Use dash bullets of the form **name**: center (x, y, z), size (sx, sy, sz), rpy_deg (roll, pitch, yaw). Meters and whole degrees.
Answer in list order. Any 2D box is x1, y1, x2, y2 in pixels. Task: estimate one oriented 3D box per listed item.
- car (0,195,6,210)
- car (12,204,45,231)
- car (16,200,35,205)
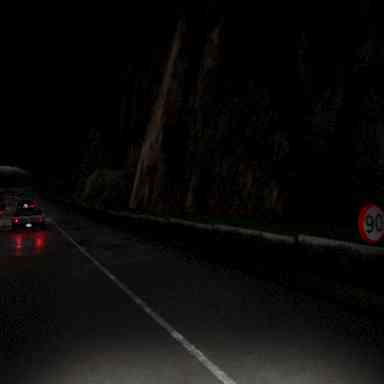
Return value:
- **car**: center (-25.929, 1.361, 43.896), size (2.150, 2.045, 5.566), rpy_deg (-2, 1, -27)
- **car**: center (-10.876, 1.730, 22.119), size (1.895, 1.301, 4.718), rpy_deg (-2, 1, -27)
- **car**: center (-19.478, 1.632, 38.992), size (2.033, 1.411, 5.357), rpy_deg (-2, 1, -27)
